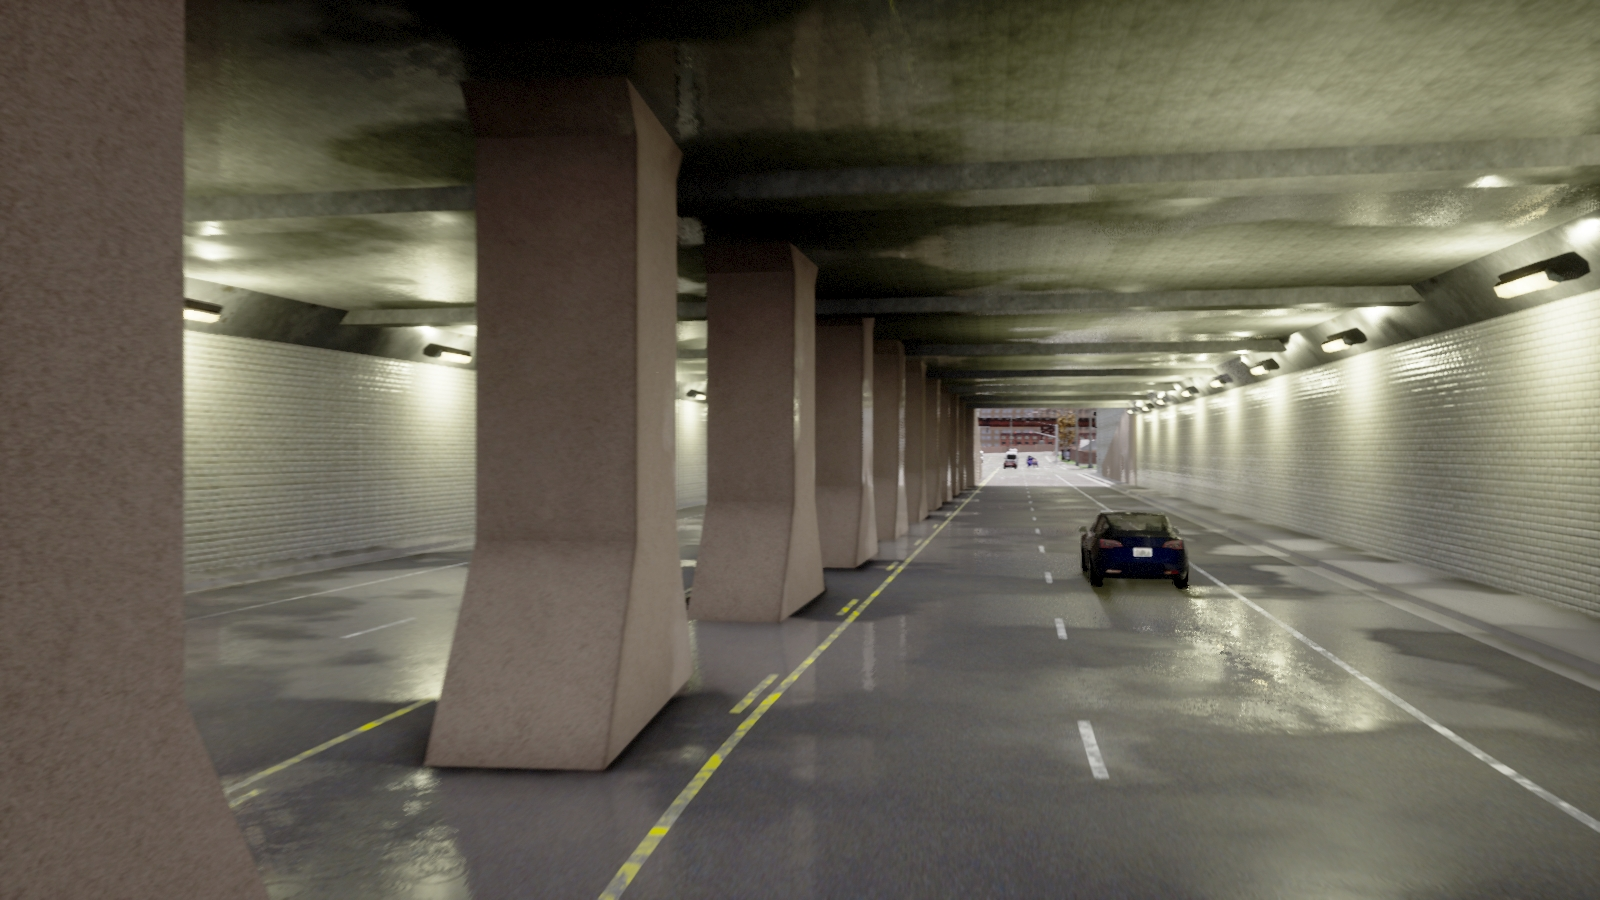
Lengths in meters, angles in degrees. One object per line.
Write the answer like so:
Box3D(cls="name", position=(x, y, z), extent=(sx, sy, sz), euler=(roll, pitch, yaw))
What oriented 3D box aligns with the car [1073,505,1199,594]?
Box3D(cls="car", position=(7.164, 2.066, 24.829), extent=(2.163, 1.488, 4.792), euler=(0, 0, 11))
